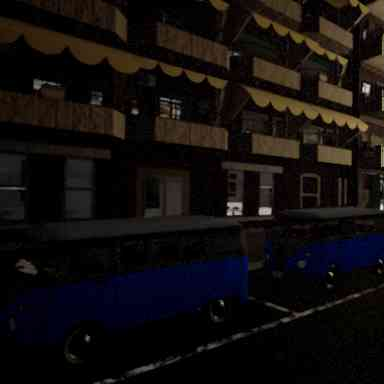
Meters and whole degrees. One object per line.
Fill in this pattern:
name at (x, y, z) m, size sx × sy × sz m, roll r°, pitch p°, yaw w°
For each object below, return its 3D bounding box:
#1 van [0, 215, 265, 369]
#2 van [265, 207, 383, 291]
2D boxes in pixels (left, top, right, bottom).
van at (-0.880, 1.333, 5.441) m, size 3.998 × 1.788 × 1.690 m, roll 0°, pitch 2°, yaw -35°
van at (3.624, 1.315, 8.653) m, size 3.998 × 1.788 × 1.690 m, roll 0°, pitch 2°, yaw -35°
